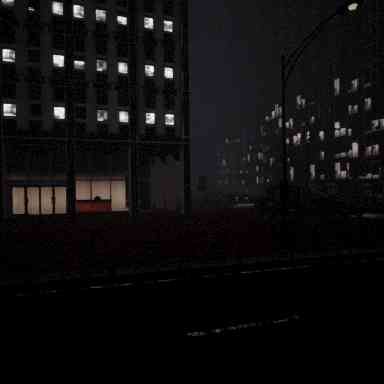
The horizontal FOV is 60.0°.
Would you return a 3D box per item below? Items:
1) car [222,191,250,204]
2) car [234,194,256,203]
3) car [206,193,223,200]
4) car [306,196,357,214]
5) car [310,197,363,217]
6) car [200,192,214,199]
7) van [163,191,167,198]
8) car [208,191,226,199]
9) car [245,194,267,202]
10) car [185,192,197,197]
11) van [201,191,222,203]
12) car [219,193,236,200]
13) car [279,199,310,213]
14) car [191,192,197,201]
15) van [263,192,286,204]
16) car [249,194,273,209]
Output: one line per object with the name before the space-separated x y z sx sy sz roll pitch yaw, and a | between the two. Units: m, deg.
car | 7.116 0.954 53.552 2.097 1.767 4.553 -1 1 -19
car | 9.100 1.052 57.369 1.812 1.442 4.674 -1 0 -20
car | 4.692 0.930 69.612 1.812 1.442 4.674 -1 1 -20
car | 14.119 1.266 33.979 1.882 1.535 5.008 -1 1 -20
car | 12.925 1.434 29.298 1.947 1.339 4.313 0 1 -20
car | 3.601 0.705 80.305 1.967 1.590 4.097 0 1 -20
van | -6.208 0.687 82.814 1.690 1.788 3.998 0 1 -20
car | 5.527 0.633 74.956 2.192 1.841 5.009 0 1 -20
car | 11.304 1.059 58.916 1.802 1.307 4.206 0 1 -20
car | -0.249 0.709 91.001 2.008 1.369 4.403 0 1 -20
van | 3.419 0.951 56.076 1.690 1.788 3.998 0 1 -20
car | 7.453 0.953 69.612 1.802 1.307 4.206 0 1 -20
car | 11.016 1.399 34.654 1.802 1.307 4.206 0 1 -20
car | -0.432 1.056 66.774 2.008 1.369 4.403 0 1 -20
van | 13.228 0.870 53.566 1.690 1.788 3.998 0 1 -20
car | 9.145 1.331 40.020 1.947 1.339 4.313 0 1 -20
